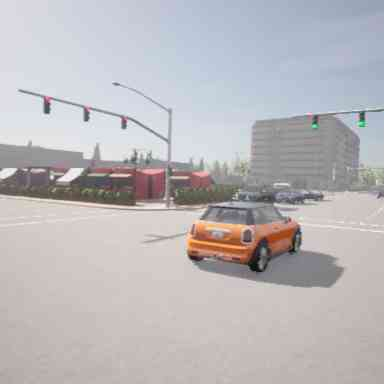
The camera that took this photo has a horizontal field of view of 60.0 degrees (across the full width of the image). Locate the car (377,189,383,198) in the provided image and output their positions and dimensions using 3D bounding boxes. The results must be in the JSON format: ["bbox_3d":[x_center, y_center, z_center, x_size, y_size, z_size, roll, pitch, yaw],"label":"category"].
[{"bbox_3d":[35.146,0.281,60.546,2.097,1.767,4.553,3,2,34],"label":"car"}]

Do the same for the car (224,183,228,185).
[{"bbox_3d":[7.648,-0.975,71.121,4.605,1.855,1.932,3,2,34],"label":"car"}]

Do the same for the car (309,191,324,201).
[{"bbox_3d":[16.549,0.523,45.325,1.895,1.301,4.718,3,2,34],"label":"car"}]

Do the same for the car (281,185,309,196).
[{"bbox_3d":[10.995,0.397,37.033,2.097,1.767,4.553,3,2,34],"label":"car"}]

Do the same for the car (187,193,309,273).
[{"bbox_3d":[1.815,1.083,10.200,2.097,1.767,4.553,3,2,33],"label":"car"}]

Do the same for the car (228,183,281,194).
[{"bbox_3d":[5.469,0.391,28.733,2.150,2.045,5.566,3,2,34],"label":"car"}]
